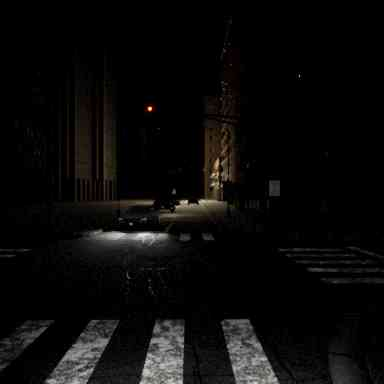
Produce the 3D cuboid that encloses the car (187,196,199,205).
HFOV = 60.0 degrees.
[{"bbox_3d":[0.200,1.526,57.962,1.812,1.442,4.674,0,0,0],"label":"car"}]

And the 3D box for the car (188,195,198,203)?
[{"bbox_3d":[0.213,1.477,67.871,1.882,1.535,5.008,0,0,0],"label":"car"}]

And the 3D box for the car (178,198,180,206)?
[{"bbox_3d":[-2.941,1.548,55.267,2.033,1.411,5.357,0,0,1],"label":"car"}]

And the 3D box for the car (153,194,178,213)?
[{"bbox_3d":[-3.039,1.224,37.158,2.150,2.045,5.566,0,0,0],"label":"car"}]

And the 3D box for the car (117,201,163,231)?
[{"bbox_3d":[-3.245,1.527,20.941,1.812,1.442,4.674,0,0,4],"label":"car"}]
